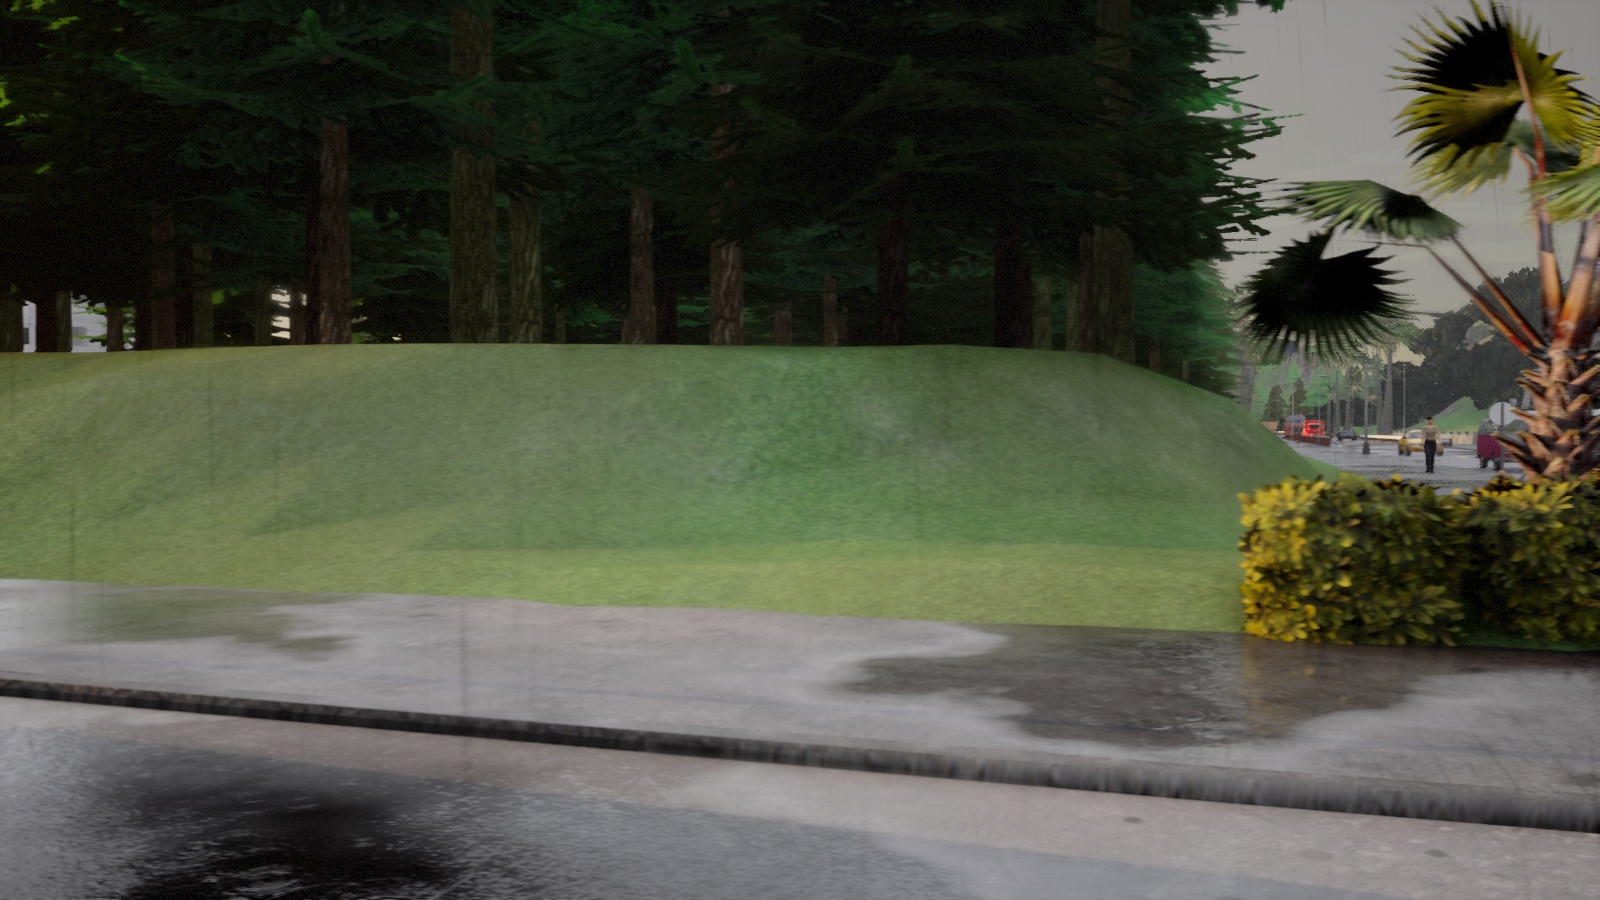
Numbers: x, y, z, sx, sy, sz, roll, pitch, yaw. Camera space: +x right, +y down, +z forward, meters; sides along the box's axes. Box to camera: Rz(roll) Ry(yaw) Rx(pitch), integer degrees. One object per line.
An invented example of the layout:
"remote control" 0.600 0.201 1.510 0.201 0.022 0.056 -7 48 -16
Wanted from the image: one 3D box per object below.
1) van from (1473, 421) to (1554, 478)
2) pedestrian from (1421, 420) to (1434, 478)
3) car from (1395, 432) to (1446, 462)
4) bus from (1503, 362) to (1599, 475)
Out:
"van" 26.256 -0.059 46.323 1.775 1.987 4.442 1 1 19
"pedestrian" 20.164 -0.032 40.338 0.345 1.836 0.594 1 1 25
"car" 33.928 -0.201 68.822 1.801 1.575 5.366 1 1 19
"bus" 32.458 -1.256 52.086 3.944 4.253 10.273 1 1 19
